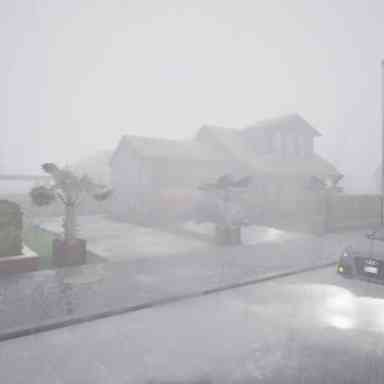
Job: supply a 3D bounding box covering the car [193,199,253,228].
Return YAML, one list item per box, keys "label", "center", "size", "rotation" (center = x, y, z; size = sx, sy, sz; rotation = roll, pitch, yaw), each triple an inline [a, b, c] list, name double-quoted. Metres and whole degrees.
- label: "car"
  center: [1.729, 1.163, 18.685]
  size: [1.845, 1.501, 3.633]
  rotation: [0, 0, -38]

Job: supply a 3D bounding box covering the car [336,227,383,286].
- label: "car"
  center: [5.629, 1.555, 8.602]
  size: [4.181, 1.385, 1.994]
  rotation: [0, 0, -35]
